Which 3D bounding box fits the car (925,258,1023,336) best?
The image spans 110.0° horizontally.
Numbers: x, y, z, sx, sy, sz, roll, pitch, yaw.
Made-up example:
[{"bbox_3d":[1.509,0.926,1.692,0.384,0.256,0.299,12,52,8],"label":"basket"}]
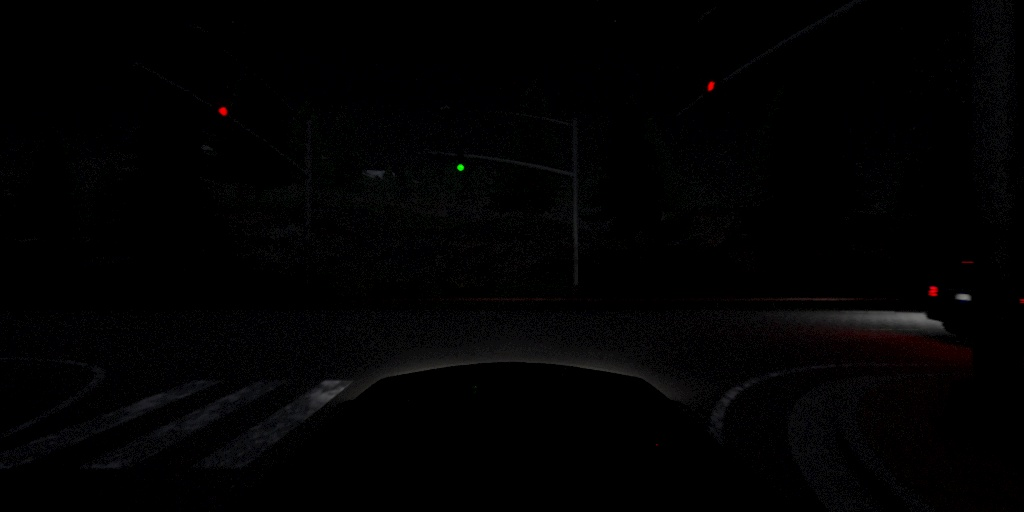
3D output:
[{"bbox_3d":[13.451,1.064,8.544,5.566,2.045,2.150,0,-1,0],"label":"car"}]
